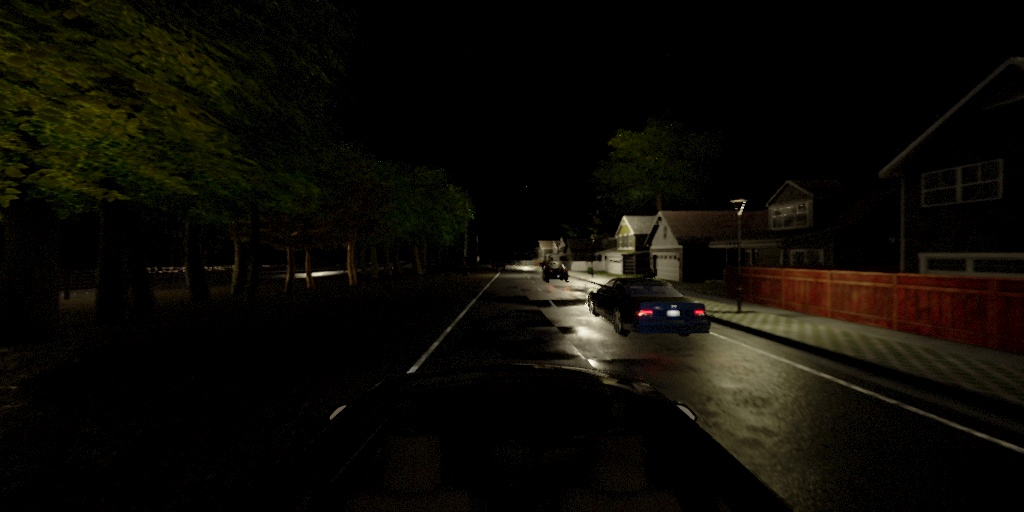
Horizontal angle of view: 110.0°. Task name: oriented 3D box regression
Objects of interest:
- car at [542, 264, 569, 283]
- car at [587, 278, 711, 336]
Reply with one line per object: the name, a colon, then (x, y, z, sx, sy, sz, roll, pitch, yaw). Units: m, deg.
car: (3.597, 1.417, 30.288, 2.128, 1.511, 4.902, 0, -1, 0)
car: (3.596, 1.336, 10.490, 2.033, 1.411, 5.357, 0, 0, 0)
